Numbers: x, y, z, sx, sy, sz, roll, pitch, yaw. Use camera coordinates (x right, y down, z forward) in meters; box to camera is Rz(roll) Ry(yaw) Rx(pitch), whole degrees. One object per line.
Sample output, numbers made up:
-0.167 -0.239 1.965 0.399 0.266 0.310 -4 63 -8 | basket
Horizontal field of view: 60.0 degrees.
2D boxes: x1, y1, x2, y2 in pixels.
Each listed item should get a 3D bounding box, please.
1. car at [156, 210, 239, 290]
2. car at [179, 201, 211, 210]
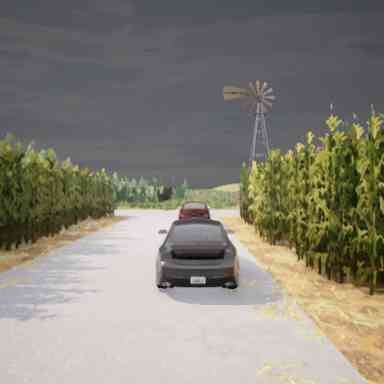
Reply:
0.126 1.466 8.989 1.837 1.490 4.892 0 1 0 | car
0.174 1.344 21.396 1.882 1.535 5.008 0 1 1 | car
